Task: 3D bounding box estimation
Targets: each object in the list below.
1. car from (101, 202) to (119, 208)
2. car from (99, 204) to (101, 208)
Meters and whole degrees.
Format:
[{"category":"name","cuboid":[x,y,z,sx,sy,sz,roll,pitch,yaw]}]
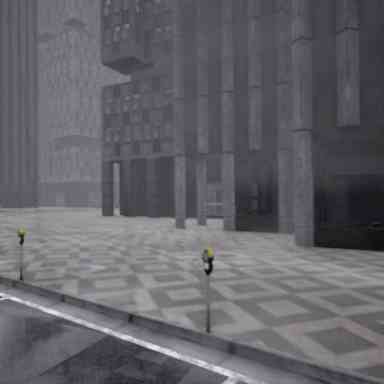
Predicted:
[{"category":"car","cuboid":[-16.522,2.994,71.614,1.837,1.490,4.892,-1,-2,36]},{"category":"car","cuboid":[-19.163,3.058,73.507,1.812,1.442,4.674,-1,-2,36]}]
